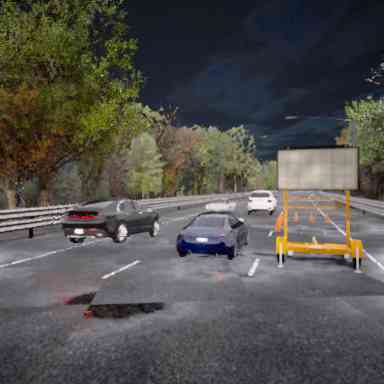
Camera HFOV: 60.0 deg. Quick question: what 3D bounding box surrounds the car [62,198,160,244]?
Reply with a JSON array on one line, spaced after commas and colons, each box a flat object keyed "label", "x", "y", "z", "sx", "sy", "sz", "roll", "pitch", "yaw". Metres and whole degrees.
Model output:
[{"label": "car", "x": -2.746, "y": 0.993, "z": 12.432, "sx": 1.837, "sy": 1.490, "sz": 4.892, "roll": 0, "pitch": -1, "yaw": 17}]

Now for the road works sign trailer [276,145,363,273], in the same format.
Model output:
[{"label": "road works sign trailer", "x": 3.909, "y": 0.353, "z": 10.501, "sx": 2.380, "sy": 3.560, "sz": 2.880, "roll": 0, "pitch": 1, "yaw": 18}]

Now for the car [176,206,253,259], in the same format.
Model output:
[{"label": "car", "x": 0.904, "y": 1.436, "z": 12.287, "sx": 1.994, "sy": 1.385, "sz": 4.181, "roll": 0, "pitch": 1, "yaw": 17}]

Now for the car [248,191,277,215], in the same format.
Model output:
[{"label": "car", "x": 6.434, "y": 0.900, "z": 30.210, "sx": 2.150, "sy": 2.045, "sz": 5.566, "roll": 0, "pitch": 1, "yaw": 17}]

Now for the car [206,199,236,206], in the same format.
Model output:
[{"label": "car", "x": 2.724, "y": 1.283, "z": 30.077, "sx": 1.895, "sy": 1.301, "sz": 4.718, "roll": 0, "pitch": 1, "yaw": 17}]
